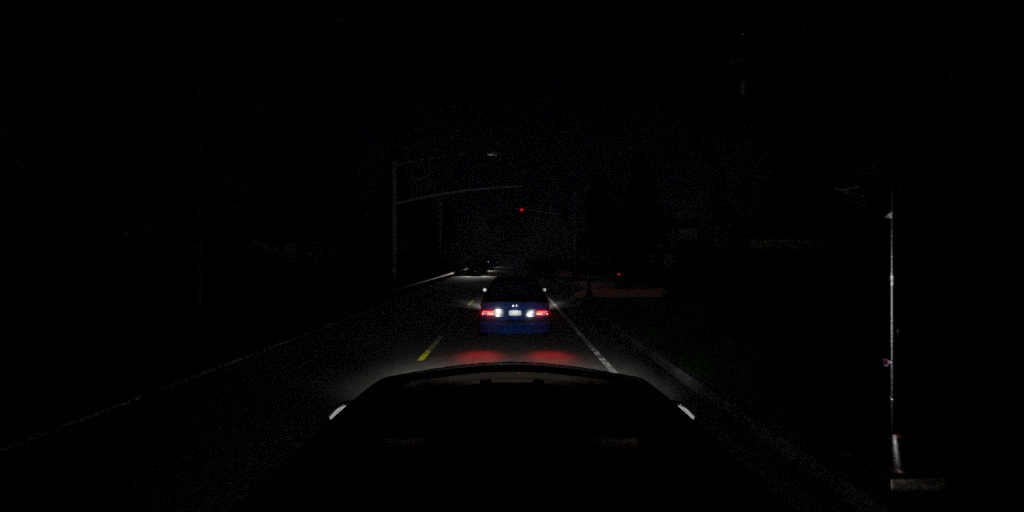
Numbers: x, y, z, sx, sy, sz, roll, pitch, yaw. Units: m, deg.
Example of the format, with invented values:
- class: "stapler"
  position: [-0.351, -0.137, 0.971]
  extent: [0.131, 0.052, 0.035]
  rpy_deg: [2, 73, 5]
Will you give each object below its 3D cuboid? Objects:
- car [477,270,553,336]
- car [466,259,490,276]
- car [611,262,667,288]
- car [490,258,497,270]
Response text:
- class: "car"
  position: [0.075, 1.297, 10.393]
  extent: [2.033, 1.411, 5.357]
  rpy_deg: [0, 0, 0]
- class: "car"
  position: [-3.620, 1.276, 37.639]
  extent: [1.812, 1.442, 4.674]
  rpy_deg: [0, 0, 0]
- class: "car"
  position: [9.284, 1.263, 24.765]
  extent: [4.553, 1.767, 2.097]
  rpy_deg: [0, 0, 3]
- class: "car"
  position: [-3.633, 1.296, 51.552]
  extent: [2.033, 1.411, 5.357]
  rpy_deg: [0, 0, -1]
